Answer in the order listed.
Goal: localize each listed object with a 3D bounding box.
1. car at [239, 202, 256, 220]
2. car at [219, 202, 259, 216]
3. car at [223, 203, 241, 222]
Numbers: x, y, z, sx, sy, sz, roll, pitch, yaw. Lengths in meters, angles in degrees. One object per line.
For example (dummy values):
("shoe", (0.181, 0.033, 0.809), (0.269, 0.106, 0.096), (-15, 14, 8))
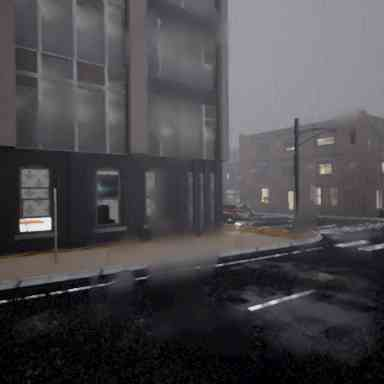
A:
("car", (3.378, 1.853, 30.964), (1.812, 1.442, 4.674), (-1, 0, -37))
("car", (5.339, 1.884, 38.213), (2.008, 1.369, 4.403), (-2, 0, -37))
("car", (1.726, 1.910, 28.615), (1.947, 1.339, 4.313), (-2, 0, -37))
